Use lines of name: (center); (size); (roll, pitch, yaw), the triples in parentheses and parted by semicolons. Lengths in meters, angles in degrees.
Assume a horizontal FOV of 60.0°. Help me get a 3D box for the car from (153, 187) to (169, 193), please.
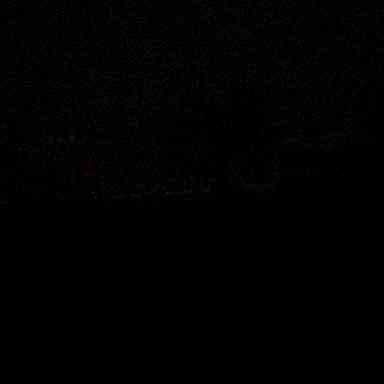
car: (-6.750, -0.452, 71.837); (1.994, 1.385, 4.181); (0, 2, 35)

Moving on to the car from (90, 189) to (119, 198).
car: (-15.930, 0.195, 58.935); (2.128, 1.511, 4.902); (0, 2, 35)

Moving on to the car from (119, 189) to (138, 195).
car: (-13.224, -0.006, 67.481); (1.895, 1.301, 4.718); (0, 2, 35)
